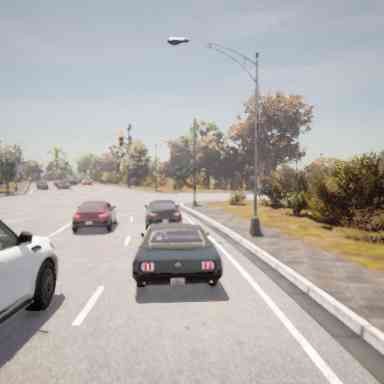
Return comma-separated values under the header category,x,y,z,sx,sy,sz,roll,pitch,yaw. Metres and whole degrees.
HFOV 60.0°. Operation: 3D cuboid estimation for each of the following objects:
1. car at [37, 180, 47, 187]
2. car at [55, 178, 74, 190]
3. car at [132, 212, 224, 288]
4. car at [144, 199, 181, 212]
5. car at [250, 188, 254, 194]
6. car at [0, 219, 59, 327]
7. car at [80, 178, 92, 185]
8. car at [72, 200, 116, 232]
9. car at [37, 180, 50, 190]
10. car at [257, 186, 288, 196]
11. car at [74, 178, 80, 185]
category,x,y,z,sx,sy,sz,roll,pitch,yaw
car,-33.512,-1.912,74.155,1.994,1.385,4.181,-2,3,-25
car,-23.446,-1.404,60.954,2.097,1.767,4.553,-1,4,-24
car,-0.444,1.474,8.929,1.895,1.301,4.718,0,1,-4
car,-1.580,1.120,17.989,1.812,1.442,4.674,0,2,-9
car,11.557,-0.317,52.335,4.892,1.490,1.837,1,3,-22
car,-3.649,1.187,4.338,2.150,2.045,5.566,0,1,-3
car,-26.522,-2.643,83.903,2.097,1.767,4.553,-2,3,-25
car,-5.011,1.154,17.372,1.812,1.442,4.674,0,2,-9
car,-26.596,-1.168,59.445,1.837,1.490,4.892,-1,4,-24
car,12.278,-0.050,48.870,4.718,1.301,1.895,1,3,-22
car,-29.521,-2.421,82.068,1.882,1.535,5.008,-2,3,-25
